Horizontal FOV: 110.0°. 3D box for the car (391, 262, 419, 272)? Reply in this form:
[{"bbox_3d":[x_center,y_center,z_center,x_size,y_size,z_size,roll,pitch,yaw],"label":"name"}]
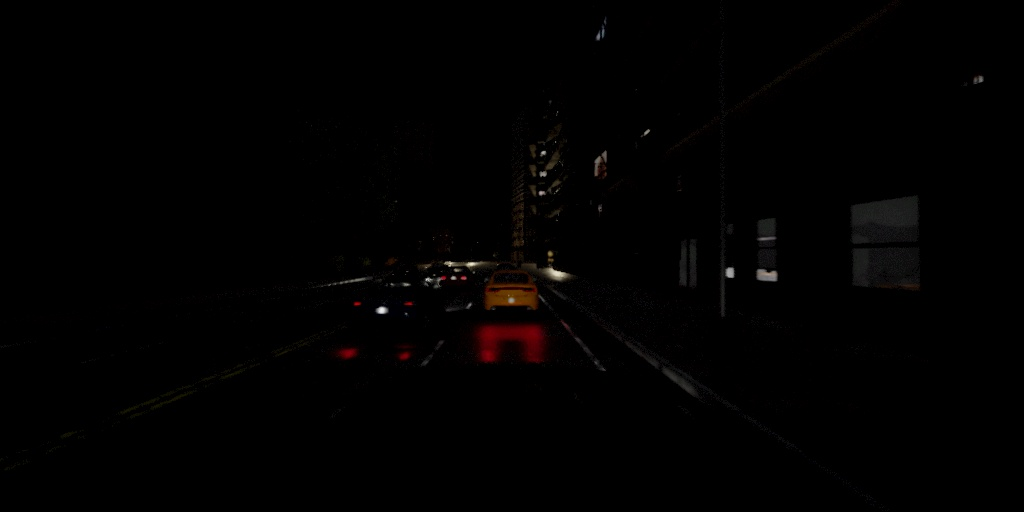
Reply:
[{"bbox_3d":[-10.774,1.358,36.341,1.882,1.535,5.008,0,0,-3],"label":"car"}]

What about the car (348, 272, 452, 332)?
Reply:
[{"bbox_3d":[-3.269,1.348,10.979,1.994,1.385,4.181,0,0,0],"label":"car"}]

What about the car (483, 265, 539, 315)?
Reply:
[{"bbox_3d":[-0.054,1.269,13.867,1.882,1.535,5.008,0,0,-1],"label":"car"}]

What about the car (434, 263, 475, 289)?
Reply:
[{"bbox_3d":[-3.597,1.378,24.127,2.033,1.411,5.357,0,0,-2],"label":"car"}]

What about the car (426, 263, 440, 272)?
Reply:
[{"bbox_3d":[-7.524,1.426,36.690,2.033,1.411,5.357,0,0,-3],"label":"car"}]
